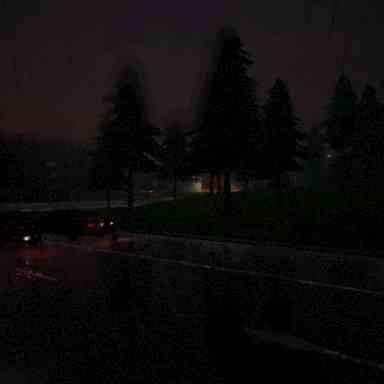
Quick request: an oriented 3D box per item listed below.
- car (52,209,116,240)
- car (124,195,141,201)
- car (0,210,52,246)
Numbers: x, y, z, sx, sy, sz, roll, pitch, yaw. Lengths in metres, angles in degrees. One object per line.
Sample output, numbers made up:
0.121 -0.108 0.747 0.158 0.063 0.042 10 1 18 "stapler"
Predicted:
-6.236 1.562 16.916 5.357 1.411 2.033 0 0 36 "car"
-14.702 1.518 82.741 1.812 1.442 4.674 0 0 35 "car"
-8.269 1.515 14.066 4.892 1.490 1.837 0 0 36 "car"
